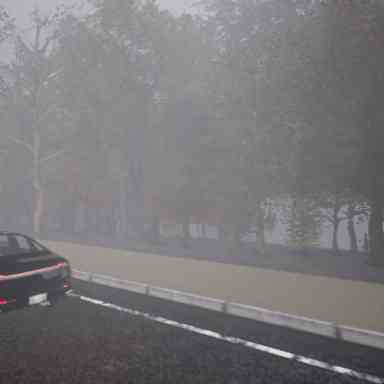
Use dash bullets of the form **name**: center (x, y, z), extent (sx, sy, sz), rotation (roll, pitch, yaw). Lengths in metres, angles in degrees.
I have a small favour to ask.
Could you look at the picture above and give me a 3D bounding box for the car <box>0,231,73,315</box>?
- **car**: center (-4.518, 1.573, 6.909), extent (4.902, 1.511, 2.128), rotation (-1, 0, 36)
